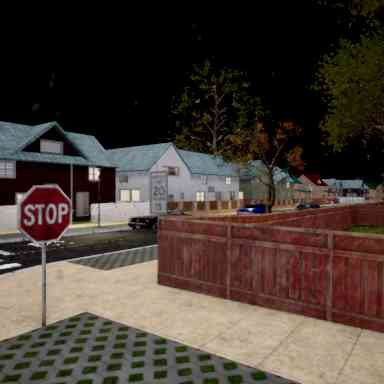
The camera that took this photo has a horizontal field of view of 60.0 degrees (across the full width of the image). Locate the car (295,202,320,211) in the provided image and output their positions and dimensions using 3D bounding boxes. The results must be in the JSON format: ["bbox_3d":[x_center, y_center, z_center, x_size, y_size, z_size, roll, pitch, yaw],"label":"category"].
[{"bbox_3d":[15.409,1.988,44.111,2.033,1.411,5.357,0,0,37],"label":"car"}]

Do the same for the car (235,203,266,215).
[{"bbox_3d":[5.885,1.821,31.561,1.812,1.442,4.674,0,-1,37],"label":"car"}]

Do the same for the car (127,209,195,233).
[{"bbox_3d":[-1.853,1.773,21.276,1.895,1.301,4.718,0,-1,37],"label":"car"}]
